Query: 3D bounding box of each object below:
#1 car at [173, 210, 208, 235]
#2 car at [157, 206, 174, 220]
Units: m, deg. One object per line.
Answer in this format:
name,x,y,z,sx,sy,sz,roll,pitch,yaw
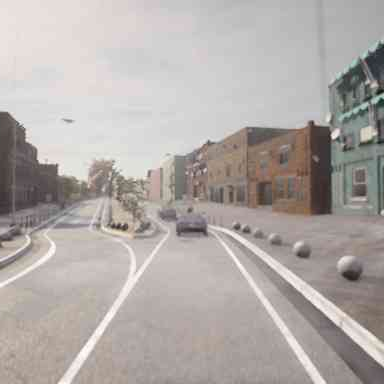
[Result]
car,-0.102,2.057,21.933,1.994,1.385,4.181,0,-3,-3
car,-3.097,2.464,40.178,2.128,1.511,4.902,0,1,-13
